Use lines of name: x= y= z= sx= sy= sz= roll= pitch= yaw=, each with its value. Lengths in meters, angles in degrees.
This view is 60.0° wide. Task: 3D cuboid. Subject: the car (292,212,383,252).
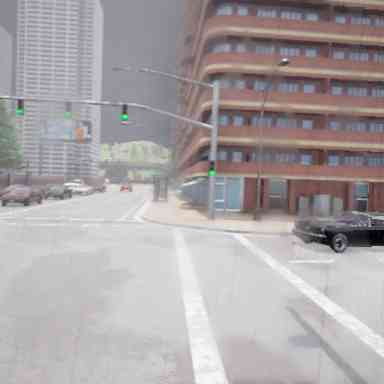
car: x=6.242 y=1.409 z=12.550 sx=4.718 sy=1.301 sz=1.895 roll=1 pitch=2 yaw=-17

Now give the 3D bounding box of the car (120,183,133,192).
car: x=-12.912 y=-1.015 z=66.163 sx=2.097 sy=1.767 sz=4.553 roll=2 pitch=2 yaw=-5

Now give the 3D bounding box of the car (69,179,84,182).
car: x=-18.980 y=-1.000 z=54.093 sx=2.150 sy=2.045 sz=5.566 roll=2 pitch=2 yaw=-5

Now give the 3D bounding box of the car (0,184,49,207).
car: x=-13.411 y=0.302 z=26.609 sx=1.812 sy=1.442 sz=4.674 roll=2 pitch=2 yaw=-6

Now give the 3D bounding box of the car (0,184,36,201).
car: x=-17.445 y=-0.030 z=33.209 sx=1.812 sy=1.442 sz=4.674 roll=2 pitch=2 yaw=-5

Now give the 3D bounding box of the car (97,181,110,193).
car: x=-15.635 y=-0.659 z=56.068 sx=1.837 sy=1.490 sz=4.892 roll=2 pitch=2 yaw=-5

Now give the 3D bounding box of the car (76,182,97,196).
car: x=-14.855 y=-0.306 z=45.665 sx=1.812 sy=1.442 sz=4.674 roll=2 pitch=2 yaw=-4

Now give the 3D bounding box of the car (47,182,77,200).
car: x=-14.108 y=0.020 z=35.435 sx=1.812 sy=1.442 sz=4.674 roll=2 pitch=2 yaw=-4

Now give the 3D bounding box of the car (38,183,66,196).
car: x=-18.212 y=-0.382 z=43.607 sx=1.837 sy=1.490 sz=4.892 roll=2 pitch=2 yaw=-4
